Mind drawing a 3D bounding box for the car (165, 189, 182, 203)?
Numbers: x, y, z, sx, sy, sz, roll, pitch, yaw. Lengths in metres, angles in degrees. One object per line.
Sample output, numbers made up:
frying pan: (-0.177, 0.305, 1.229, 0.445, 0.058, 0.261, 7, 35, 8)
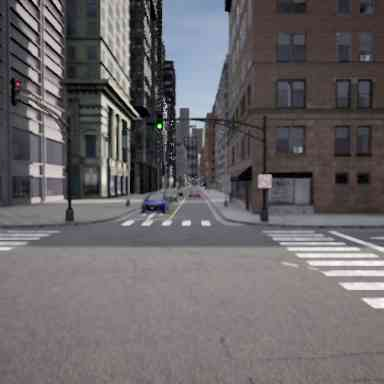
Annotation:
car: (-2.800, 0.423, 41.749, 2.097, 1.767, 4.553, 0, 1, 1)

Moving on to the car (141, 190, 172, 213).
car: (-2.969, 0.865, 27.514, 1.882, 1.535, 5.008, 0, 2, 1)

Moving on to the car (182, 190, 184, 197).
car: (-2.490, 0.231, 61.722, 1.895, 1.301, 4.718, 0, 1, 1)

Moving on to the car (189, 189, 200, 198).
car: (0.468, 0.276, 57.963, 1.994, 1.385, 4.181, 0, 1, 1)

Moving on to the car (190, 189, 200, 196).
car: (0.580, 0.047, 67.964, 2.033, 1.411, 5.357, 0, 1, 1)
